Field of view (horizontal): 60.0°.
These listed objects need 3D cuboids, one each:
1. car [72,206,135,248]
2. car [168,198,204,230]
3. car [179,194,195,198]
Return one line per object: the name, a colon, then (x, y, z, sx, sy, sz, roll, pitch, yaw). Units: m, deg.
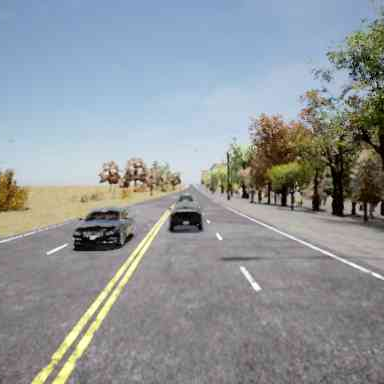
car: (-3.686, 1.416, 14.553, 1.837, 1.490, 4.892, -1, 1, -1)
car: (-0.363, 1.332, 19.686, 1.837, 1.490, 4.892, -1, 1, -1)
car: (-0.654, 1.011, 37.022, 2.097, 1.767, 4.553, -1, 0, -1)
